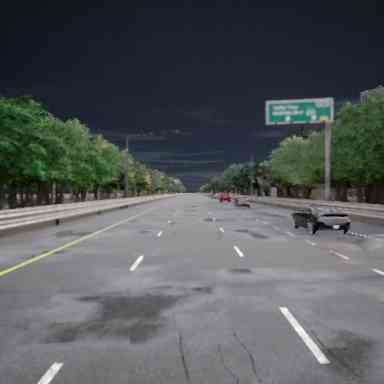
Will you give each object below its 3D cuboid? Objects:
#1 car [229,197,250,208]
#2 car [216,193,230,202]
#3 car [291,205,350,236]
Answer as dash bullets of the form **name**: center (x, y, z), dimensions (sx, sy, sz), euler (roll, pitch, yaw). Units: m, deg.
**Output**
- **car**: center (7.084, 1.523, 48.164), dimensions (2.033, 1.411, 5.357), euler (0, 0, 0)
- **car**: center (7.138, 1.187, 73.179), dimensions (2.150, 2.045, 5.566), euler (0, 0, 0)
- **car**: center (7.021, 1.486, 18.595), dimensions (2.128, 1.511, 4.902), euler (0, 0, 0)
